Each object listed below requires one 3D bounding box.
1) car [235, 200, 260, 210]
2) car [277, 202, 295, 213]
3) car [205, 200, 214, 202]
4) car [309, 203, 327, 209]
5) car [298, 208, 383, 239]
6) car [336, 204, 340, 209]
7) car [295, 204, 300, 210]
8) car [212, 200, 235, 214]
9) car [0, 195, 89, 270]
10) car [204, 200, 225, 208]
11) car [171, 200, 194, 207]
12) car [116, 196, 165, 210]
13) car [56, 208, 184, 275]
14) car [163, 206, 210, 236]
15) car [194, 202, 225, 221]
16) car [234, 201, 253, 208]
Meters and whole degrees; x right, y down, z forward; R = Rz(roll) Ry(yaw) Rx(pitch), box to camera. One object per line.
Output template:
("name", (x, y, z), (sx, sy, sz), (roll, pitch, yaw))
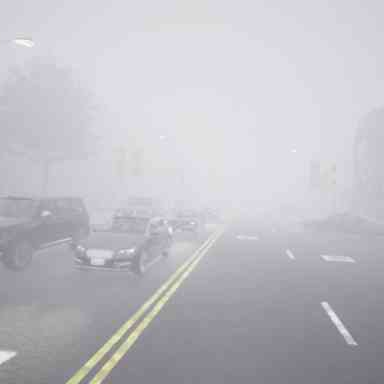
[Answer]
("car", (9.849, 2.452, 59.046), (1.895, 1.301, 4.718), (2, -1, 30))
("car", (14.711, 2.499, 52.906), (1.812, 1.442, 4.674), (2, -1, 25))
("car", (2.788, 2.042, 51.900), (1.837, 1.490, 4.892), (2, -1, 21))
("car", (27.553, 3.124, 72.721), (4.674, 1.442, 1.812), (2, -1, -29))
("car", (9.889, 2.081, 21.234), (2.033, 1.411, 5.357), (2, 0, -44))
("car", (32.615, 3.295, 71.422), (4.674, 1.442, 1.812), (2, -1, -21))
("car", (19.699, 2.788, 66.402), (4.902, 1.511, 2.128), (3, -1, -44))
("car", (4.134, 2.121, 44.132), (1.895, 1.301, 4.718), (2, 0, 12))
("car", (-5.405, 1.121, 11.090), (2.150, 2.045, 5.566), (2, 0, 9))
("car", (4.329, 2.204, 62.680), (2.002, 1.452, 4.674), (2, -1, 30))
("car", (-0.935, 1.625, 36.246), (2.097, 1.767, 4.553), (2, -1, 11))
("car", (-3.389, 1.290, 22.581), (2.150, 2.045, 5.566), (2, 0, 10))
("car", (-1.921, 1.514, 10.729), (2.128, 1.511, 4.902), (2, 0, 10))
("car", (-0.318, 1.758, 19.917), (1.895, 1.301, 4.718), (2, 0, 10))
("car", (1.632, 1.921, 30.960), (1.895, 1.301, 4.718), (2, -1, 10))
("car", (10.263, 2.484, 66.094), (1.994, 1.385, 4.181), (2, -1, 37))
